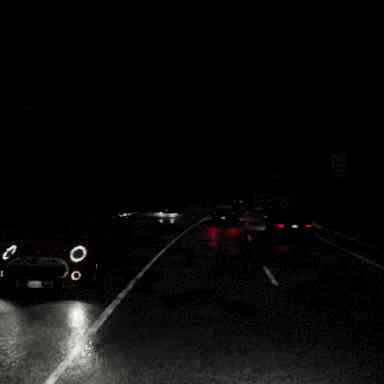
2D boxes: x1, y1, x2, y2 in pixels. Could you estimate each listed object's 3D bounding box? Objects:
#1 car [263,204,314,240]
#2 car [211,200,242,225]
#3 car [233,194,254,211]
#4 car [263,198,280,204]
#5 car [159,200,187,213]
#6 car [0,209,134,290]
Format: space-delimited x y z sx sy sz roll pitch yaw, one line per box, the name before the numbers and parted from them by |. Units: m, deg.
car | 4.836 1.558 17.051 2.033 1.411 5.357 0 0 8
car | 2.459 1.529 24.320 1.812 1.442 4.674 0 0 10
car | 6.496 1.236 42.048 2.150 2.045 5.566 0 0 15
car | 9.430 1.501 39.490 1.882 1.535 5.008 0 0 15
car | -2.043 1.574 37.731 2.033 1.411 5.357 0 0 14
car | -3.126 1.344 9.214 2.097 1.767 4.553 0 0 5
